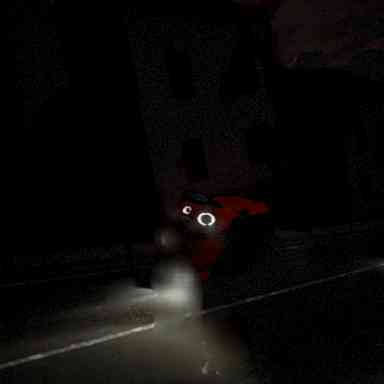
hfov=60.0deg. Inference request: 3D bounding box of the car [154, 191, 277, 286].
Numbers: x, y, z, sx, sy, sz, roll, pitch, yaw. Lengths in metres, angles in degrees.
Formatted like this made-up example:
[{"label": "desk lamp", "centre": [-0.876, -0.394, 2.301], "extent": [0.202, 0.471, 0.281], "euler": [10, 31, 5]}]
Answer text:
[{"label": "car", "centre": [1.003, 1.302, 9.223], "extent": [1.767, 2.097, 4.553], "euler": [27, 14, 27]}]
